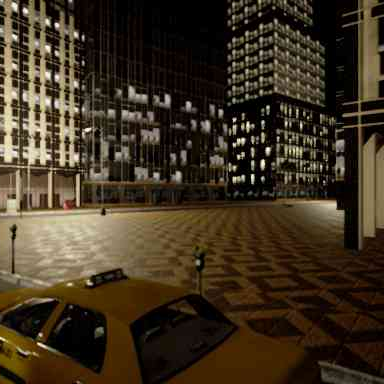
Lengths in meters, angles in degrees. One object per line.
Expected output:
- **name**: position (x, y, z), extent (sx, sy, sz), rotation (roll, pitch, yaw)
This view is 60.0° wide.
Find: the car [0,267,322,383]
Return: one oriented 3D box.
- **car**: position (-1.115, 1.522, 3.671), extent (4.829, 1.417, 1.752), rotation (0, 0, 35)
